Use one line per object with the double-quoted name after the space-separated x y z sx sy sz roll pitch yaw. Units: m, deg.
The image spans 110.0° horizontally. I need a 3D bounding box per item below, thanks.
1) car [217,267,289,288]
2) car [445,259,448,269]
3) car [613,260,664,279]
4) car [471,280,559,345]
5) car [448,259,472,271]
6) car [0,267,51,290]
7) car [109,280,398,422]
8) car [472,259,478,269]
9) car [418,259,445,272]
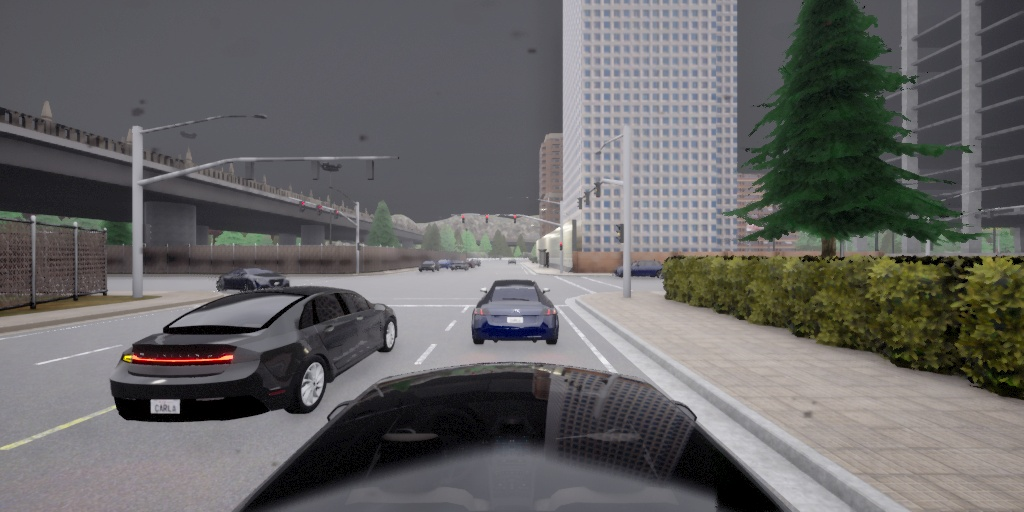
-14.730 1.351 20.466 4.181 1.385 1.994 -1 0 24 "car"
-10.587 1.227 55.863 1.882 1.535 5.008 0 0 0 "car"
11.644 1.157 32.834 4.553 1.767 2.097 0 0 0 "car"
0.079 1.314 9.544 1.994 1.385 4.181 0 0 0 "car"
-7.084 1.314 49.166 1.994 1.385 4.181 0 0 0 "car"
-32.031 1.353 22.044 5.357 1.411 2.033 0 0 0 "car"
-3.440 1.255 6.001 1.837 1.490 4.892 0 0 0 "car"
-7.082 1.351 57.920 1.895 1.301 4.718 0 0 0 "car"
-10.592 1.297 46.413 2.033 1.411 5.357 0 0 0 "car"
